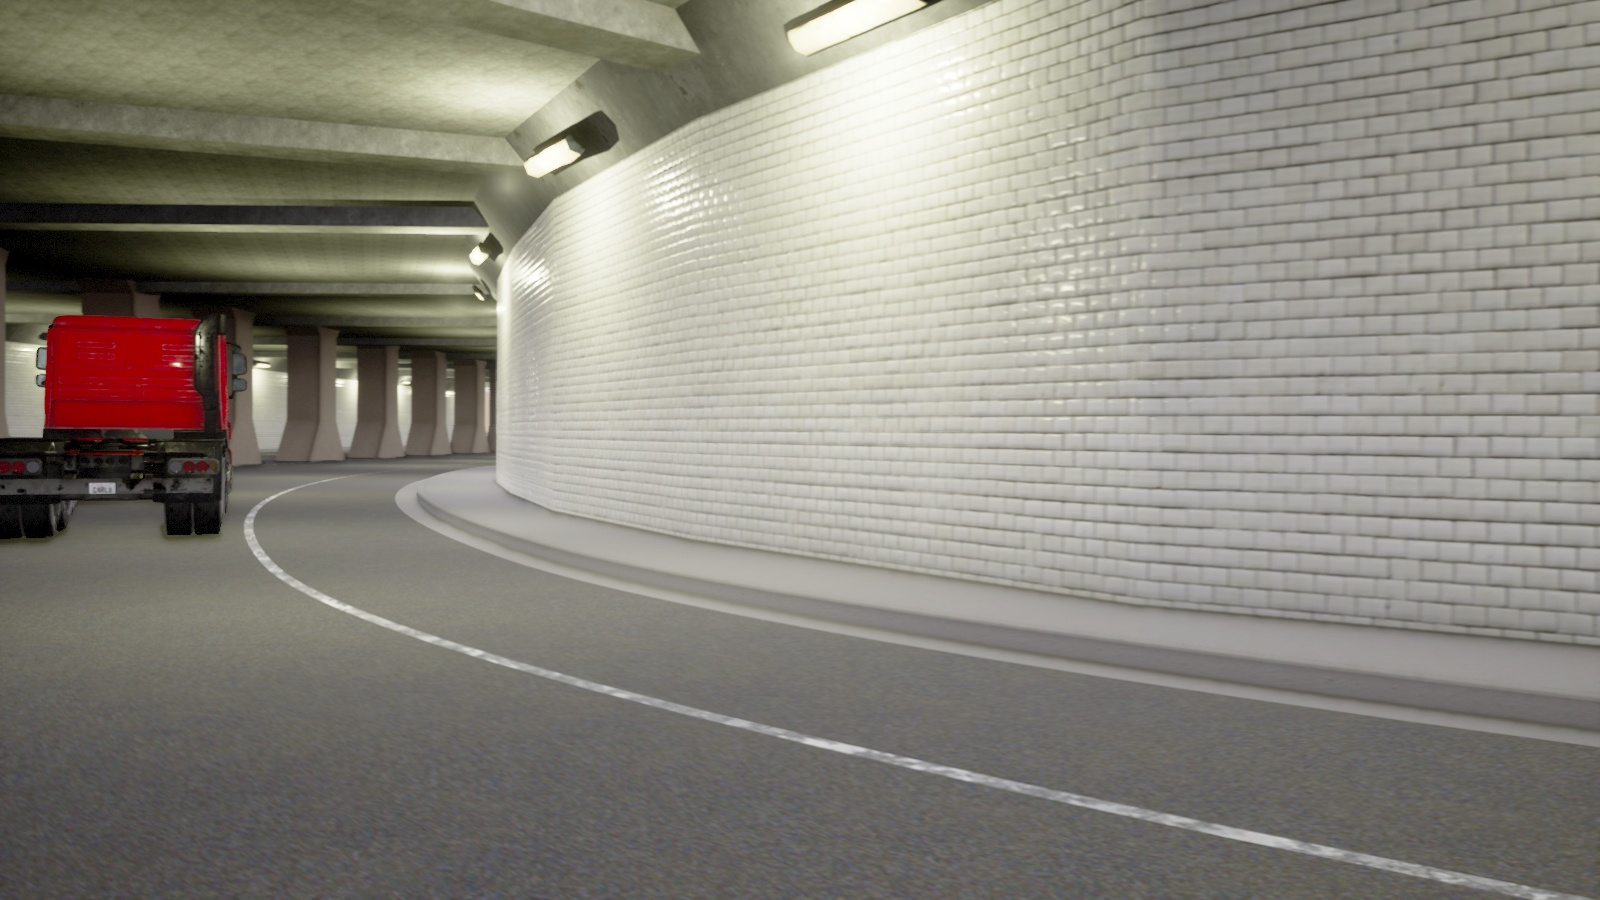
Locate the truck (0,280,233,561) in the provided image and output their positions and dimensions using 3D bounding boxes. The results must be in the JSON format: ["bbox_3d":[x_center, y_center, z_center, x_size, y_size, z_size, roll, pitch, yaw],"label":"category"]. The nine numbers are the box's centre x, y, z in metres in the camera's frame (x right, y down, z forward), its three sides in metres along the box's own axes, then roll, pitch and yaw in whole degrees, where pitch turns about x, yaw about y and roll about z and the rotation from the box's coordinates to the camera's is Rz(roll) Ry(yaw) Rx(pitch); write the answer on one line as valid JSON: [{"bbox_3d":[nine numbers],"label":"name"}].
[{"bbox_3d":[-10.491,-0.411,19.600,2.891,3.462,7.936,-1,1,-24],"label":"truck"}]
